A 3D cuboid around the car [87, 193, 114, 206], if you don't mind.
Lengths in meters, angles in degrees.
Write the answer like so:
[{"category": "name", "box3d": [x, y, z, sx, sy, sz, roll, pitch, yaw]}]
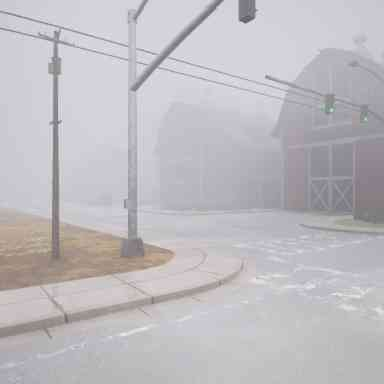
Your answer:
[{"category": "car", "box3d": [-13.828, 1.118, 50.596, 3.866, 1.878, 1.905, -2, 5, 11]}]
